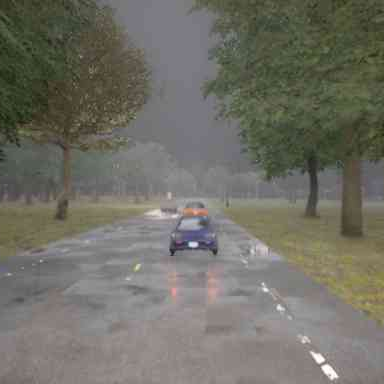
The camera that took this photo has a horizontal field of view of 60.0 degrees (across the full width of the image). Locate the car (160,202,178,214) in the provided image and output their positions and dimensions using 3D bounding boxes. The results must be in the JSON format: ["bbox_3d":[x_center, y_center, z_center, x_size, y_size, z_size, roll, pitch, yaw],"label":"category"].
[{"bbox_3d":[-2.881,1.976,42.567,1.882,1.535,5.008,0,-1,2],"label":"car"}]

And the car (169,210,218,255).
[{"bbox_3d":[0.099,1.682,13.871,1.812,1.442,4.674,0,0,1],"label":"car"}]

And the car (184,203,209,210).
[{"bbox_3d":[0.339,1.675,28.408,2.097,1.767,4.553,0,-1,2],"label":"car"}]
